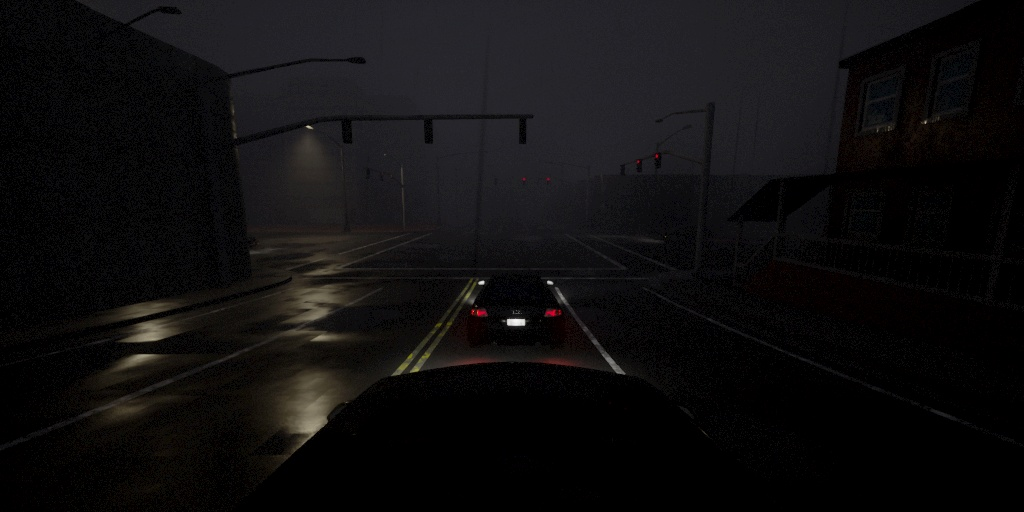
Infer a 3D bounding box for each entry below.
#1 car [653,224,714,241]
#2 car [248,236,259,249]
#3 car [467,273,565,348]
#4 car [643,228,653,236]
[{"bbox_3d":[16.388,-2.231,33.897,4.892,1.490,1.837,-1,8,0],"label":"car"},{"bbox_3d":[-21.845,-1.193,27.006,4.892,1.490,1.837,0,8,1],"label":"car"},{"bbox_3d":[0.093,1.090,8.707,1.994,1.385,4.181,0,3,0],"label":"car"},{"bbox_3d":[16.276,-2.644,37.387,4.718,1.301,1.895,0,8,1],"label":"car"}]
